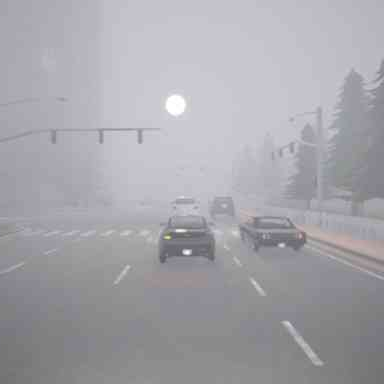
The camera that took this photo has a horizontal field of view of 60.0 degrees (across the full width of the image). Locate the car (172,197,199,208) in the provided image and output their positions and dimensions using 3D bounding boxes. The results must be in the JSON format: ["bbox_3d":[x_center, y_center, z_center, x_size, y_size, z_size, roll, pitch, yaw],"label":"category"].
[{"bbox_3d":[-0.577,1.416,28.751,2.150,2.045,5.566,0,0,-1],"label":"car"}]

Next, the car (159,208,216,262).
[{"bbox_3d":[-0.192,1.584,12.522,1.837,1.490,4.892,0,0,-1],"label":"car"}]

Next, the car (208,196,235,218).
[{"bbox_3d":[2.846,1.427,32.541,2.150,2.045,5.566,0,0,-1],"label":"car"}]

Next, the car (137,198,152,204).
[{"bbox_3d":[-11.252,2.043,78.697,2.033,1.411,5.357,0,0,-25],"label":"car"}]

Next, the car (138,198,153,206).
[{"bbox_3d":[-8.517,1.896,63.322,2.128,1.511,4.902,0,0,-1],"label":"car"}]

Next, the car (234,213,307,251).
[{"bbox_3d":[3.271,1.688,14.500,1.895,1.301,4.718,0,0,-1],"label":"car"}]
